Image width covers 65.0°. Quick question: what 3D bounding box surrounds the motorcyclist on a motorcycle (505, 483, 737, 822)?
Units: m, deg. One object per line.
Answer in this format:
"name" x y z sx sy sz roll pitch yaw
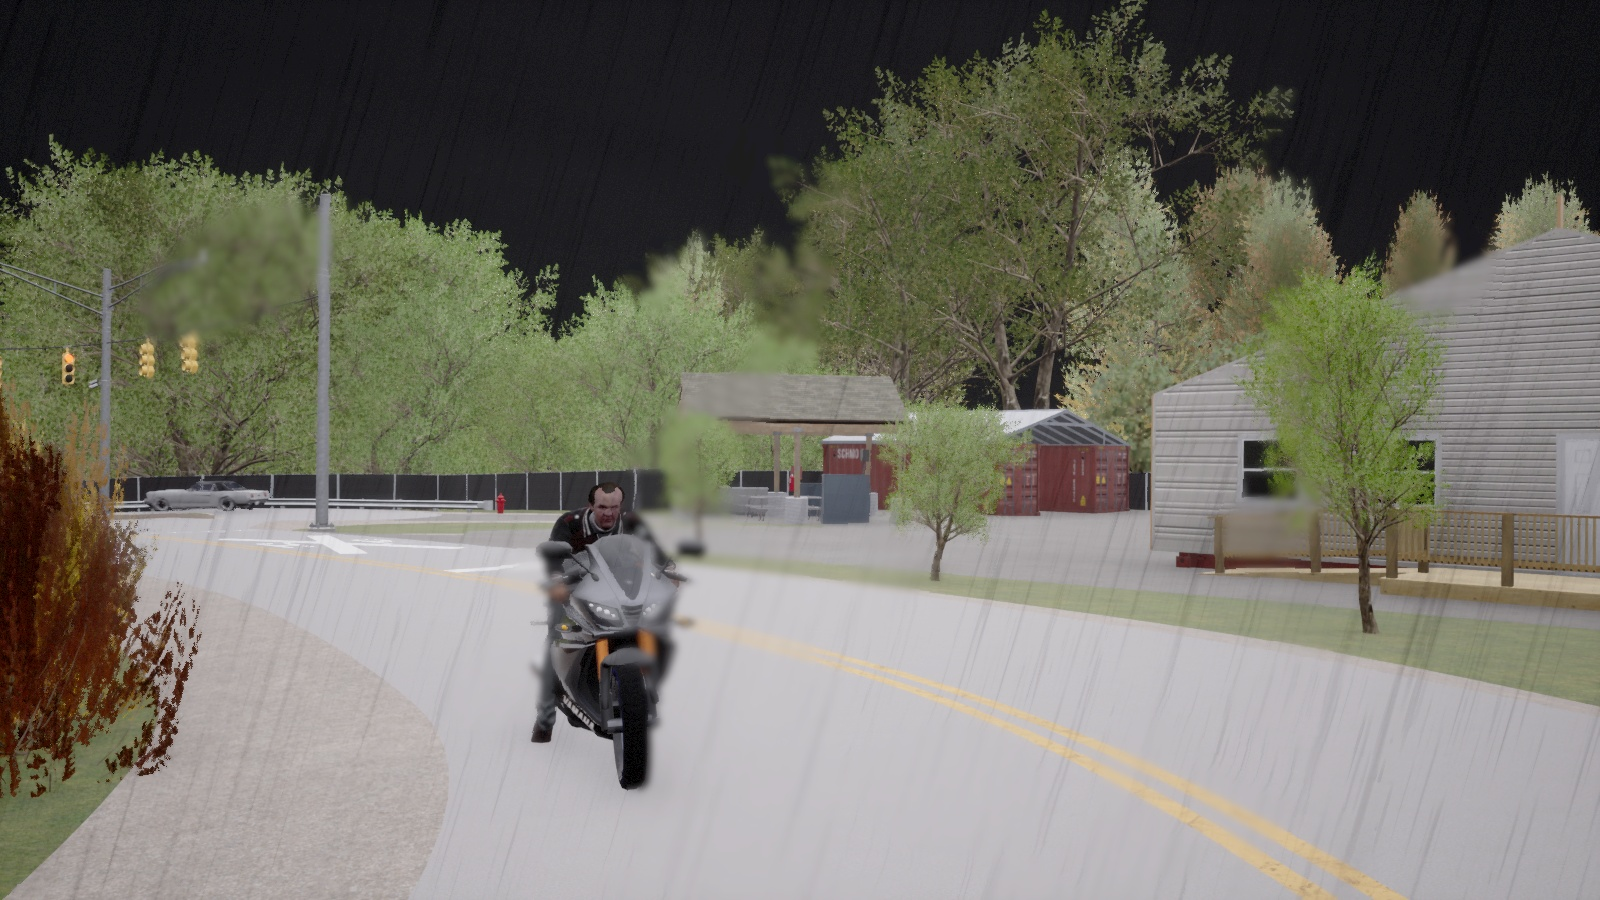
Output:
"motorcyclist on a motorcycle" -1.077 0.965 6.969 0.866 1.530 2.191 0 -1 -19

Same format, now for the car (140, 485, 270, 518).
"car" -25.545 2.198 54.018 4.718 1.301 1.895 -1 0 2
